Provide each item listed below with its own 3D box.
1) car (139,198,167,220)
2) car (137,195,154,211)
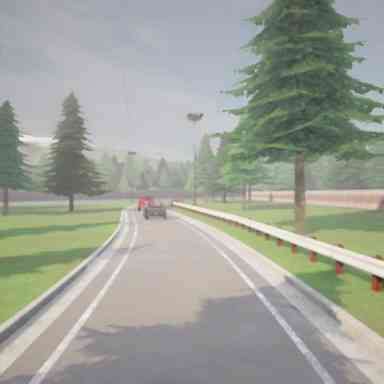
[{"bbox_3d":[-3.381,1.590,29.835,2.128,1.511,4.902,0,0,-11],"label":"car"},{"bbox_3d":[-5.979,1.370,43.661,2.150,2.045,5.566,0,0,-9],"label":"car"}]
